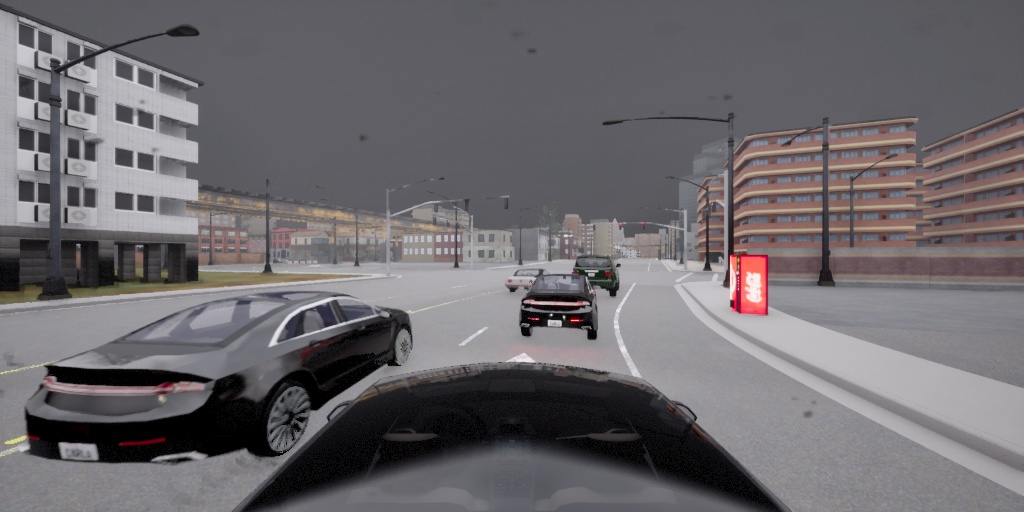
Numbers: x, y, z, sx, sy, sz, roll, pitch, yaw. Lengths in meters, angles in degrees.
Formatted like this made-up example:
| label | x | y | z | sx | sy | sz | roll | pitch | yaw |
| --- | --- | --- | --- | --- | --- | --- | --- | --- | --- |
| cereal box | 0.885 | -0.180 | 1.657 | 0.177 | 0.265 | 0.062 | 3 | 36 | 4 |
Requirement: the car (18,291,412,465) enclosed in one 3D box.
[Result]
| label | x | y | z | sx | sy | sz | roll | pitch | yaw |
| --- | --- | --- | --- | --- | --- | --- | --- | --- | --- |
| car | -3.010 | 1.240 | 5.097 | 2.128 | 1.511 | 4.902 | 0 | 0 | 6 |

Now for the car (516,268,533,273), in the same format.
| label | x | y | z | sx | sy | sz | roll | pitch | yaw |
| --- | --- | --- | --- | --- | --- | --- | --- | --- | --- |
| car | 1.302 | 1.350 | 20.525 | 1.895 | 1.301 | 4.718 | 0 | 0 | 21 |

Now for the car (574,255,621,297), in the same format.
| label | x | y | z | sx | sy | sz | roll | pitch | yaw |
| --- | --- | --- | --- | --- | --- | --- | --- | --- | --- |
| car | 4.584 | 0.971 | 19.357 | 2.150 | 2.045 | 5.566 | 0 | 0 | 19 |

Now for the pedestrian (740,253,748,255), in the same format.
| label | x | y | z | sx | sy | sz | roll | pitch | yaw |
| --- | --- | --- | --- | --- | --- | --- | --- | --- | --- |
| pedestrian | 8.062 | 0.795 | 12.481 | 0.375 | 1.860 | 0.375 | 0 | 0 | 21 |

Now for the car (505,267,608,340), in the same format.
| label | x | y | z | sx | sy | sz | roll | pitch | yaw |
| --- | --- | --- | --- | --- | --- | --- | --- | --- | --- |
| car | 1.450 | 1.242 | 10.119 | 2.128 | 1.511 | 4.902 | 0 | 0 | 13 |

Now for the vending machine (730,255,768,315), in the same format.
| label | x | y | z | sx | sy | sz | roll | pitch | yaw |
| --- | --- | --- | --- | --- | --- | --- | --- | --- | --- |
| vending machine | 7.829 | 0.945 | 11.862 | 1.100 | 2.100 | 0.880 | 0 | 0 | 20 |
